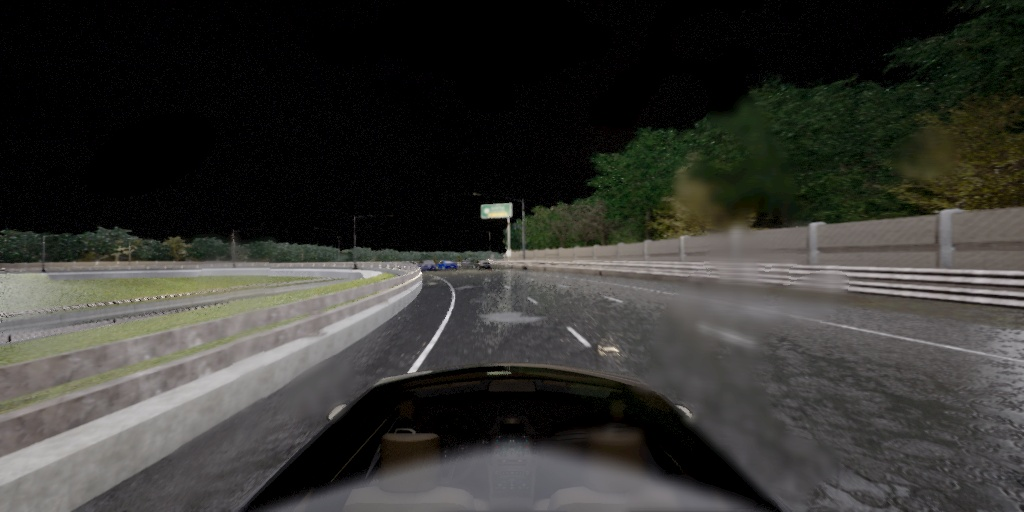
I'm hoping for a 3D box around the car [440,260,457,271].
[{"bbox_3d":[-9.814,1.434,53.878,1.882,1.535,5.008,-1,0,-29],"label":"car"}]

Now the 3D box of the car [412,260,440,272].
[{"bbox_3d":[-12.413,1.361,51.312,2.097,1.767,4.553,-1,0,-28],"label":"car"}]

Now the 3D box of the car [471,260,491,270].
[{"bbox_3d":[-4.415,1.352,53.596,1.837,1.490,4.892,-2,0,-17],"label":"car"}]
